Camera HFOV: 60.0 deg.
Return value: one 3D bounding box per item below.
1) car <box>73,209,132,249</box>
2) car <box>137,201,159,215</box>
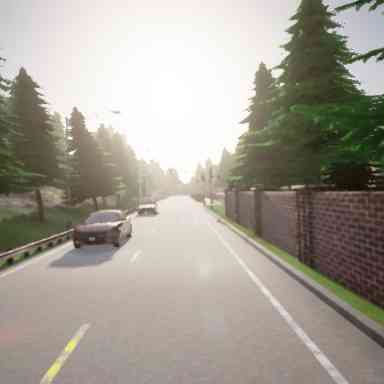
[{"bbox_3d":[-4.001,1.577,15.543,1.882,1.535,5.008,-2,0,-2],"label":"car"},{"bbox_3d":[-4.523,1.615,34.941,2.033,1.411,5.357,-2,0,-1],"label":"car"}]
